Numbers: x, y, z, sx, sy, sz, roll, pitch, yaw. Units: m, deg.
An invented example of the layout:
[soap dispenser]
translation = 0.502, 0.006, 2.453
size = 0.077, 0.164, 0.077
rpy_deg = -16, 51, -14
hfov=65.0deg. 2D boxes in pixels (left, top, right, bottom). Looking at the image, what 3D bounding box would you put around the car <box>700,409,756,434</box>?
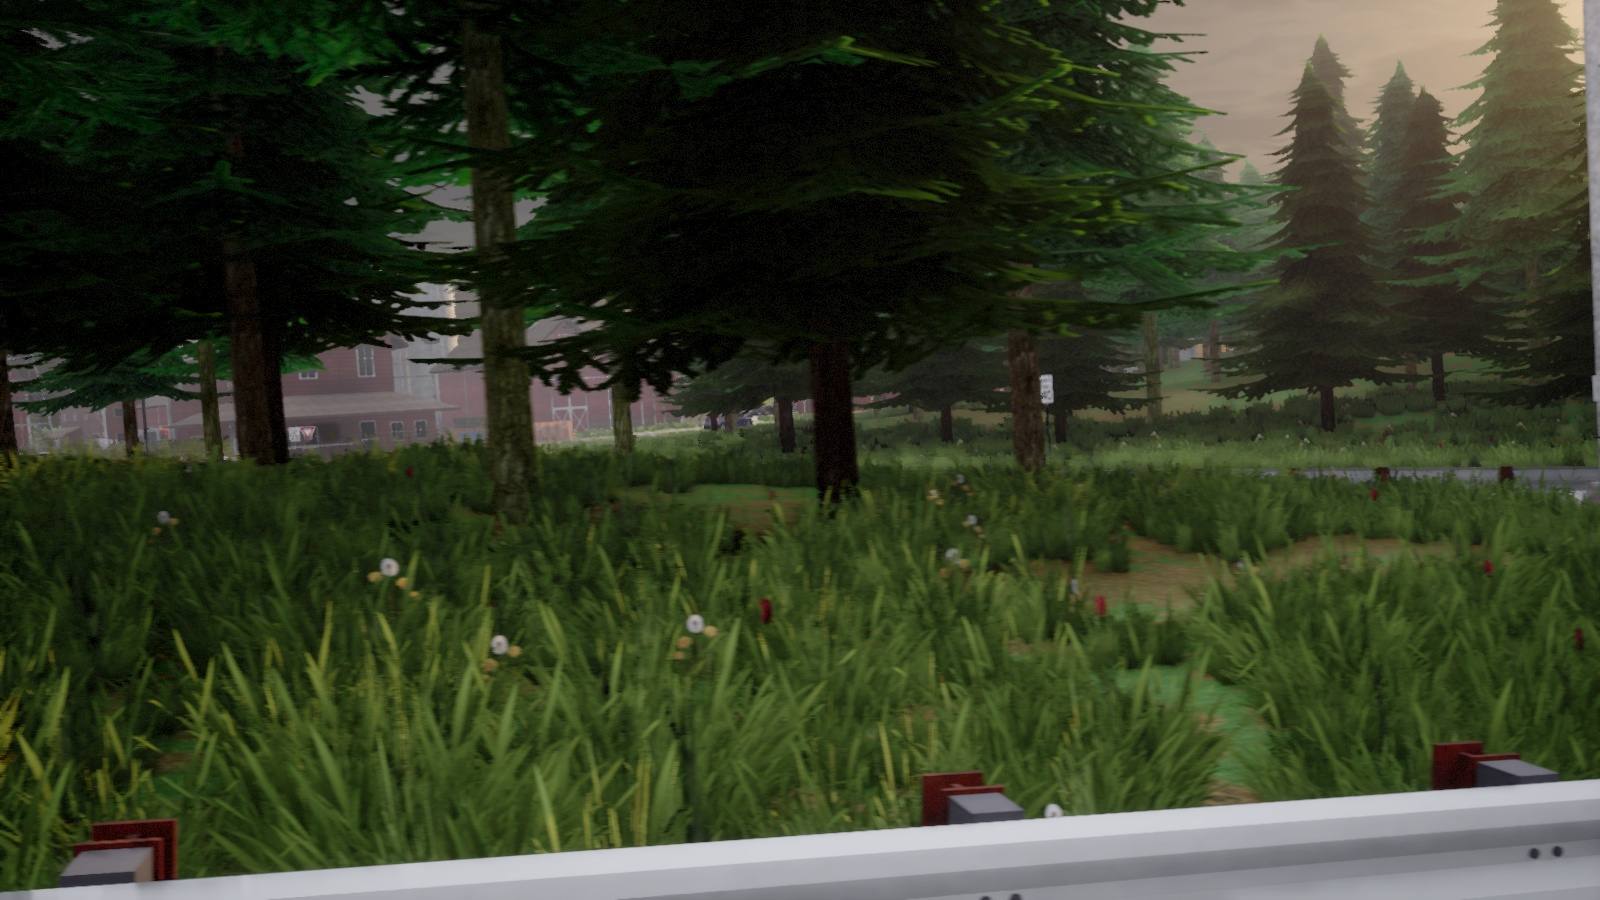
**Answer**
[car]
translation = -5.557, -2.220, 97.439
size = 1.851, 1.617, 3.988
rpy_deg = -3, 3, 45
